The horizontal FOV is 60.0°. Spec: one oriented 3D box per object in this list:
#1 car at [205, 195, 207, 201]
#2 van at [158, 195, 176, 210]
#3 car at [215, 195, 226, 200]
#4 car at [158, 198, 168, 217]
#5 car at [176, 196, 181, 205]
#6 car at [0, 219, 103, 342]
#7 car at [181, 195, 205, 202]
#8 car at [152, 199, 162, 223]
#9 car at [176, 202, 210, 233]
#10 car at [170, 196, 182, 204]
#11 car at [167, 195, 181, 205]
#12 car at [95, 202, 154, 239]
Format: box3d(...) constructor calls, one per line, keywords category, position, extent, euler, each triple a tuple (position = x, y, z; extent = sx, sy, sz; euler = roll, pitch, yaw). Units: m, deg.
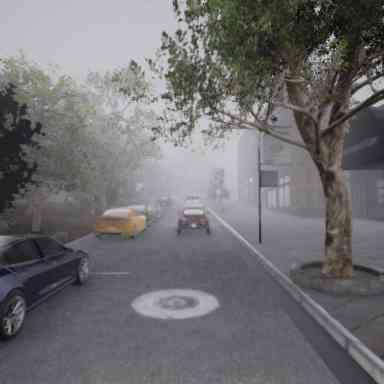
box3d(category="car", position=(3.382, 1.644, 89.901), extent=(2.231, 1.521, 4.892), euler=(-2, -1, 29))
box3d(category="van", position=(-3.642, 1.362, 45.685), extent=(1.878, 1.987, 4.442), euler=(1, 0, 2))
box3d(category="car", position=(6.819, 1.712, 94.647), extent=(2.097, 1.535, 5.008), euler=(-3, -4, 36))
box3d(category="car", position=(-3.657, 1.596, 28.881), extent=(2.163, 1.488, 4.792), euler=(0, 0, 2))
box3d(category="car", position=(-3.423, 1.574, 56.938), extent=(2.231, 1.521, 4.892), euler=(0, 0, 2))
box3d(category="car", position=(-3.637, 1.529, 6.604), extent=(2.163, 1.488, 4.792), euler=(1, 0, 2))
box3d(category="car", position=(0.086, 1.332, 40.377), extent=(2.150, 2.045, 5.566), euler=(0, 0, 0))
box3d(category="car", position=(-3.652, 1.550, 23.274), extent=(2.097, 1.535, 5.008), euler=(0, 0, 2))
box3d(category="car", position=(0.094, 1.585, 19.948), extent=(1.812, 1.442, 4.674), euler=(0, 0, 0))
box3d(category="car", position=(-3.184, 1.535, 68.350), extent=(2.097, 1.535, 5.008), euler=(0, 0, 2))
box3d(category="car", position=(-3.423, 1.427, 62.647), extent=(2.185, 1.767, 4.553), euler=(-1, 1, 2))
box3d(category="car", position=(-3.643, 1.533, 17.713), extent=(2.097, 1.535, 5.008), euler=(1, 0, 2))
